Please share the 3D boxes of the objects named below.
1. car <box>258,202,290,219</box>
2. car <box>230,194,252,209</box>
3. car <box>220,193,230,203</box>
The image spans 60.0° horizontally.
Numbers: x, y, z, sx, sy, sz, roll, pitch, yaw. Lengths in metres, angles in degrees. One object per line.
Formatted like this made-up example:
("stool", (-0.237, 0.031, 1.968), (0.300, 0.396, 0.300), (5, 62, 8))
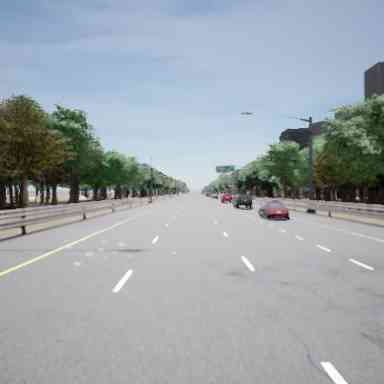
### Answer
("car", (7.065, 1.588, 29.045), (1.994, 1.385, 4.181), (0, 0, 0))
("car", (7.152, 1.268, 47.182), (2.150, 2.045, 5.566), (0, 0, 0))
("car", (7.318, 1.304, 70.760), (2.150, 2.045, 5.566), (0, 0, 1))
